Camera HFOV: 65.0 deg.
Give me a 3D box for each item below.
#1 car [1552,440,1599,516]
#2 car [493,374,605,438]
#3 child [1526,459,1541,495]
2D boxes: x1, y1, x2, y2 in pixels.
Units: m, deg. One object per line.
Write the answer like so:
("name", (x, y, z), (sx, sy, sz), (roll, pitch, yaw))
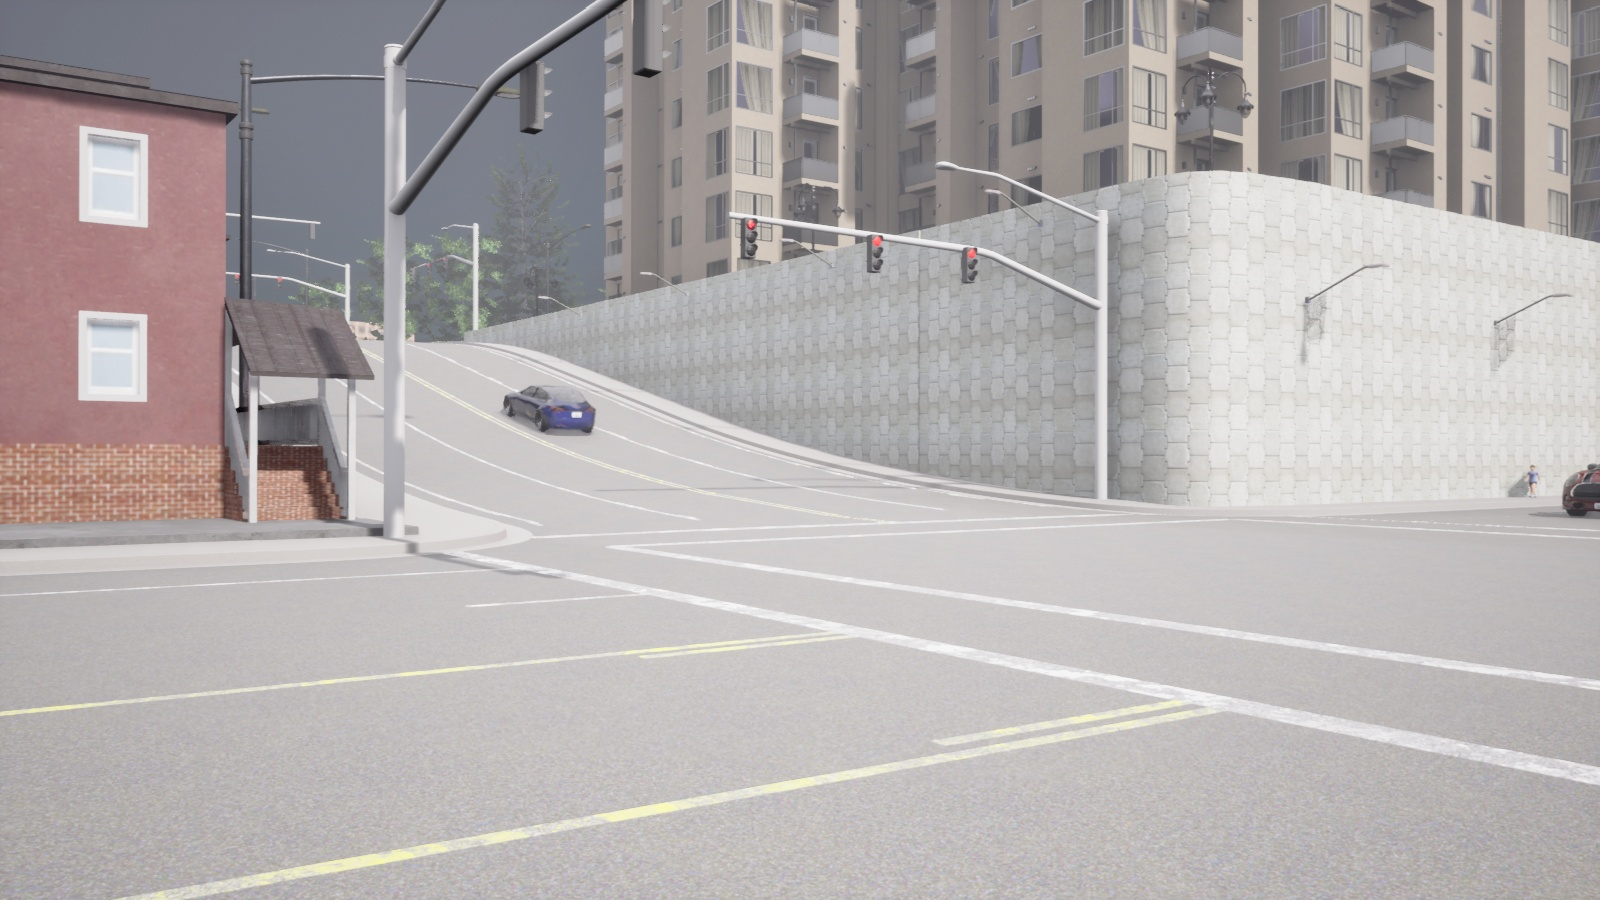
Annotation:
("car", (20.442, 0.645, 30.413), (4.553, 1.767, 2.097), (0, 0, -34))
("car", (-9.157, -1.632, 45.523), (2.163, 1.488, 4.792), (0, 11, -35))
("child", (22.803, 0.840, 39.059), (0.394, 1.110, 0.255), (0, 0, -35))
